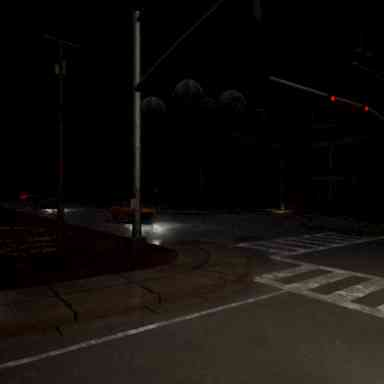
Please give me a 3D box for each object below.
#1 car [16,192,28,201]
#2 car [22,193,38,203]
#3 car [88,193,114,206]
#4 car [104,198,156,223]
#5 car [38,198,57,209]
[{"bbox_3d":[-40.488,1.085,79.646,2.150,2.045,5.566,0,0,-37],"label":"car"},{"bbox_3d":[-34.280,1.447,71.287,1.882,1.535,5.008,0,0,-37],"label":"car"},{"bbox_3d":[-13.783,1.116,50.669,3.866,1.878,1.905,-2,5,11],"label":"car"},{"bbox_3d":[-4.594,1.450,25.278,1.882,1.535,5.008,0,0,-37],"label":"car"},{"bbox_3d":[-18.564,1.483,44.177,1.812,1.442,4.674,-1,0,-36],"label":"car"}]
